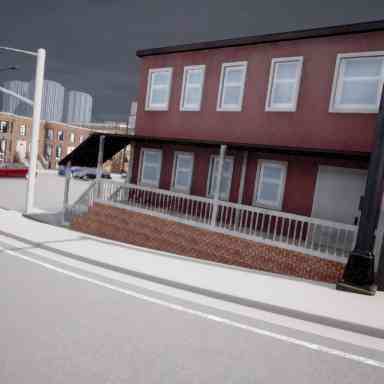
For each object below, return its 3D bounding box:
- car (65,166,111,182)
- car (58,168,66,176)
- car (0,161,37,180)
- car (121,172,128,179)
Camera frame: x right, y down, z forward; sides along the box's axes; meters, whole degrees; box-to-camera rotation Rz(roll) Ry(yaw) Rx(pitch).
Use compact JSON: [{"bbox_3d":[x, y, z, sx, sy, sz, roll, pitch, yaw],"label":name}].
[{"bbox_3d":[-11.846,-2.047,39.365,2.128,1.511,4.902,10,6,35],"label":"car"},{"bbox_3d":[-14.332,-2.578,41.834,1.882,1.535,5.008,10,6,36],"label":"car"},{"bbox_3d":[-17.388,-2.065,31.673,1.882,1.535,5.008,10,6,35],"label":"car"},{"bbox_3d":[-8.459,-2.556,49.950,2.128,1.511,4.902,10,6,36],"label":"car"}]
